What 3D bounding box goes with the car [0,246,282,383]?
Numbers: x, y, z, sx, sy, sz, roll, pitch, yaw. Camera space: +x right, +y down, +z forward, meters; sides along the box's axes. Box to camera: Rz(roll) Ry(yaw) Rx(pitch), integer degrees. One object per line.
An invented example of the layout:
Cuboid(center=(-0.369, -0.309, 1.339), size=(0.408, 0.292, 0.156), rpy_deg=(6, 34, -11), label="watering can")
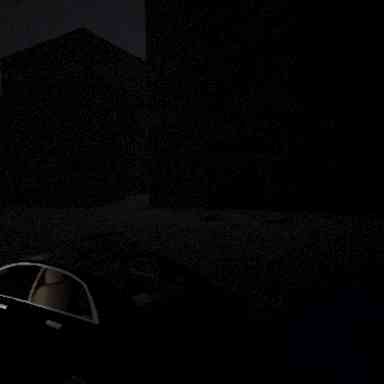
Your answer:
Cuboid(center=(-1.599, 1.484, 4.451), size=(4.892, 1.521, 2.231), rpy_deg=(0, 0, 35), label="car")
